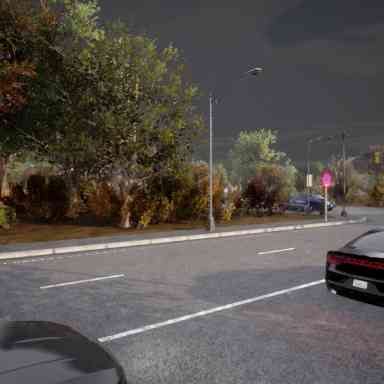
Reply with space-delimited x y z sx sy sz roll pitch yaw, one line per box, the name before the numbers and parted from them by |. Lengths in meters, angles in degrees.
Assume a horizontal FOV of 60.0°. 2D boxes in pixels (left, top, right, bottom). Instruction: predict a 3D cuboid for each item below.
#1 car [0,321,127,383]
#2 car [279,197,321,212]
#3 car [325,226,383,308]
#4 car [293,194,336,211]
car | -2.729 1.505 1.790 4.892 1.490 1.837 0 0 -36
car | 12.062 1.564 38.178 1.994 1.385 4.181 0 0 -32
car | 4.986 1.478 7.329 5.008 1.535 1.882 0 0 -36
car | 14.662 1.221 40.649 2.150 2.045 5.566 0 0 -31
